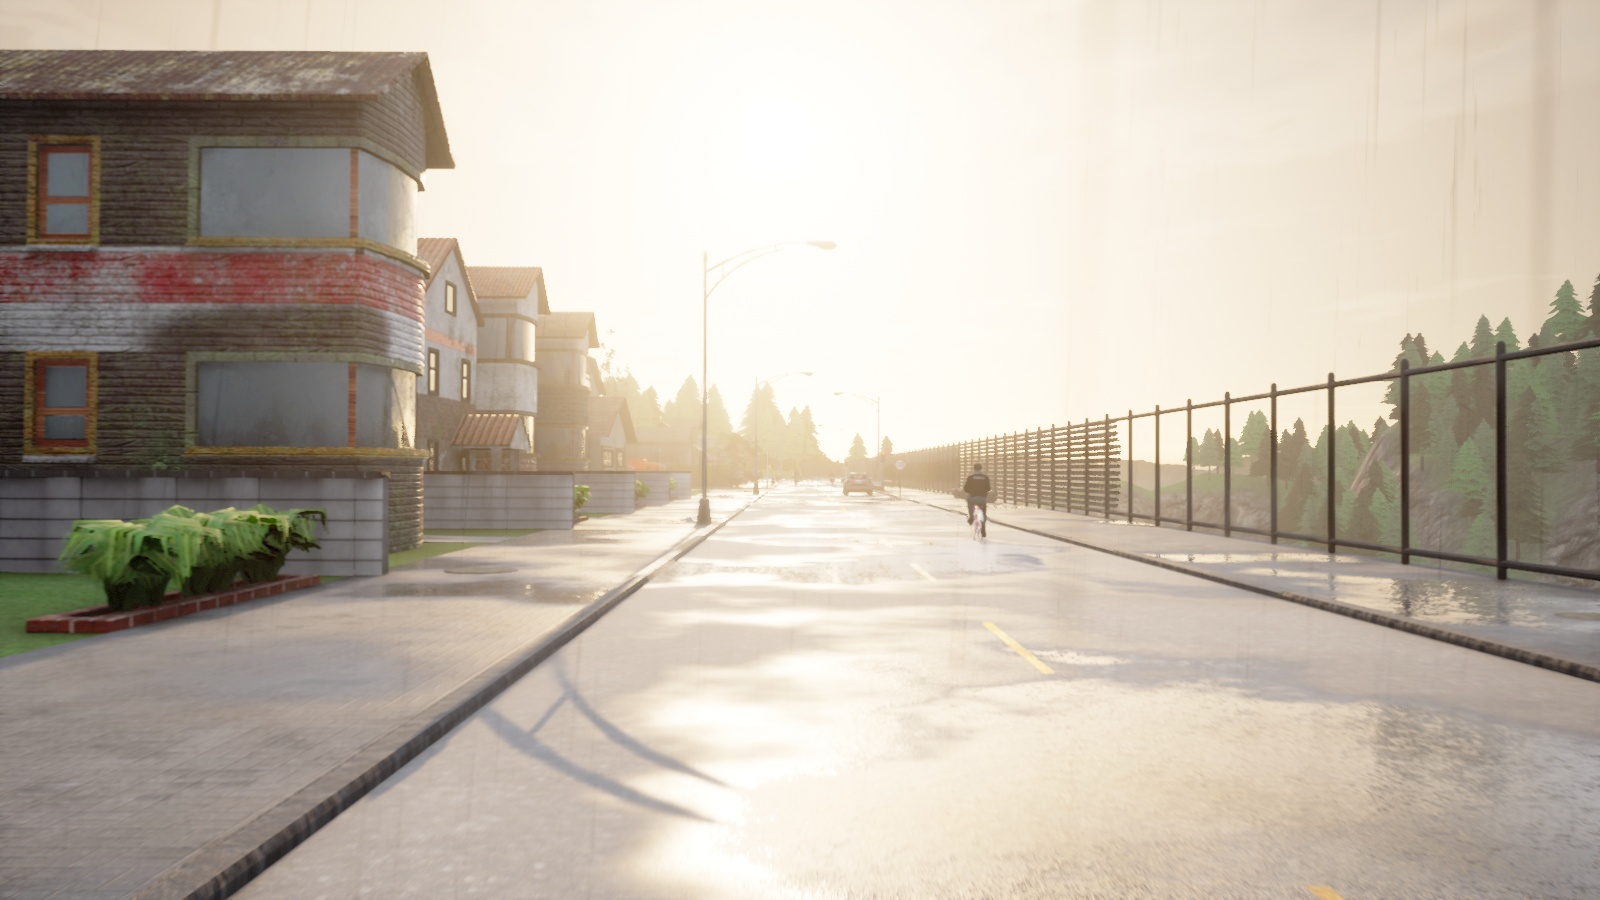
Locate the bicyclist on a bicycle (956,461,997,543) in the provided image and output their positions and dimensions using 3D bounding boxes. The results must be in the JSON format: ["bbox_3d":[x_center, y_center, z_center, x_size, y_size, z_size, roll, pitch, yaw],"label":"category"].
[{"bbox_3d":[3.931,1.140,28.088,0.659,1.776,1.843,0,-1,0],"label":"bicyclist on a bicycle"}]

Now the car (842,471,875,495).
[{"bbox_3d":[3.799,2.141,82.213,1.970,1.475,3.806,0,-1,0],"label":"car"}]
